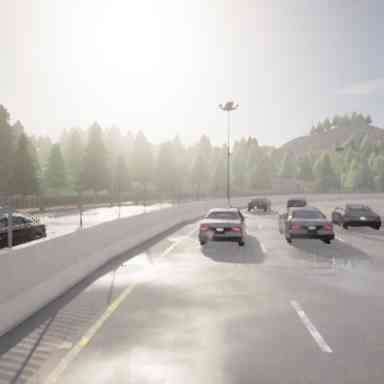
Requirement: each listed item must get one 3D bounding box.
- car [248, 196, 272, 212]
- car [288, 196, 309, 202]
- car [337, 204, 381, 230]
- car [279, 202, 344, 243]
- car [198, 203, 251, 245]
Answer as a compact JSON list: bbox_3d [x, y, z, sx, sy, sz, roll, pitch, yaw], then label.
[{"bbox_3d":[7.016,1.232,34.256,1.837,1.490,4.892,0,0,21],"label":"car"},{"bbox_3d":[11.518,1.192,35.970,1.882,1.535,5.008,0,0,24],"label":"car"},{"bbox_3d":[9.774,1.403,20.062,1.994,1.385,4.181,0,0,13],"label":"car"},{"bbox_3d":[5.121,1.425,15.363,2.033,1.411,5.357,0,0,10],"label":"car"},{"bbox_3d":[1.475,1.430,14.806,2.033,1.411,5.357,0,0,10],"label":"car"}]
